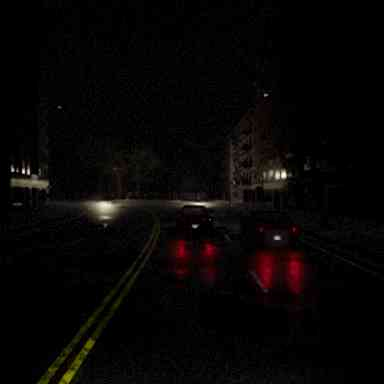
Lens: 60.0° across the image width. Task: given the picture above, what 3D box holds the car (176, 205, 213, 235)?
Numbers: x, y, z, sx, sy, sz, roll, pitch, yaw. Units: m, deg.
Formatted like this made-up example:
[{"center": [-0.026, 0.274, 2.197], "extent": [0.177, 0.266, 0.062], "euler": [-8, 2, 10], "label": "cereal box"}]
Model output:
[{"center": [0.135, 1.419, 18.045], "extent": [1.812, 1.442, 4.674], "euler": [0, 0, 0], "label": "car"}]

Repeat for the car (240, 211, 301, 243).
[{"center": [3.391, 1.510, 15.394], "extent": [1.895, 1.301, 4.718], "euler": [0, 0, 0], "label": "car"}]
